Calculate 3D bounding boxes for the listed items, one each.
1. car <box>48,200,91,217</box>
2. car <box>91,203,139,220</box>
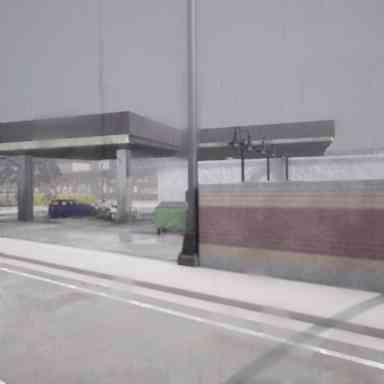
[{"bbox_3d":[-11.724,1.572,32.817,2.242,1.667,4.611,-1,0,37],"label":"car"},{"bbox_3d":[-6.647,1.676,30.020,1.970,1.475,3.806,-1,0,37],"label":"car"}]
